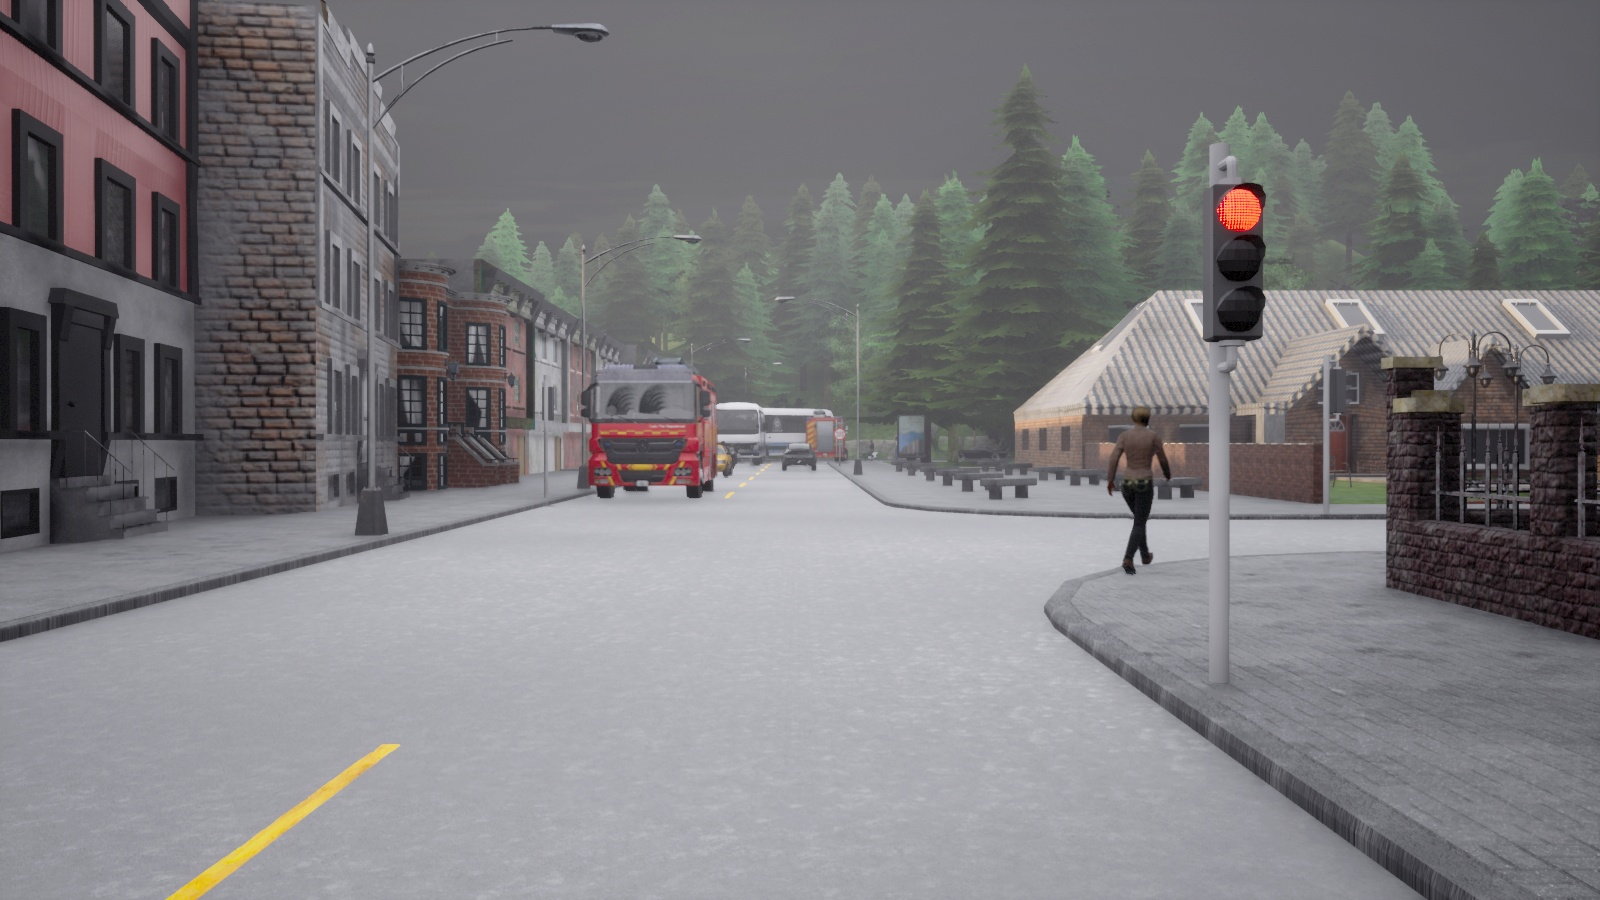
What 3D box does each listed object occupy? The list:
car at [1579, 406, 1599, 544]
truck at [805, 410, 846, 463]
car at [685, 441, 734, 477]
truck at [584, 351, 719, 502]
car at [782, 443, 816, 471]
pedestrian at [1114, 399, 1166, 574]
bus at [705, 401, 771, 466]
[{"bbox_3d":[14.694,0.375,18.153,5.566,2.045,2.150,0,0,-1],"label":"car"},{"bbox_3d":[2.038,-0.985,96.068,2.891,3.827,8.468,0,0,3],"label":"truck"},{"bbox_3d":[-4.051,0.359,56.970,1.801,1.575,5.366,0,0,0],"label":"car"},{"bbox_3d":[-4.038,-0.625,35.993,2.891,3.827,8.468,0,0,0],"label":"truck"},{"bbox_3d":[-0.041,0.358,69.681,1.837,1.490,4.892,0,0,0],"label":"car"},{"bbox_3d":[3.672,0.383,13.540,0.331,1.846,0.634,0,0,36],"label":"pedestrian"},{"bbox_3d":[-4.170,-1.124,86.944,3.944,4.253,10.273,0,0,1],"label":"bus"}]
